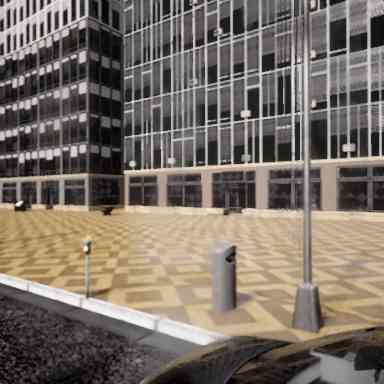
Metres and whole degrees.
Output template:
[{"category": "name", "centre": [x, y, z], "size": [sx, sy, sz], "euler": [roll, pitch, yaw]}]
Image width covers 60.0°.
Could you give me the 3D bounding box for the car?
[{"category": "car", "centre": [1.400, 1.564, 1.872], "size": [4.313, 1.339, 1.947], "euler": [-1, 0, 35]}]
